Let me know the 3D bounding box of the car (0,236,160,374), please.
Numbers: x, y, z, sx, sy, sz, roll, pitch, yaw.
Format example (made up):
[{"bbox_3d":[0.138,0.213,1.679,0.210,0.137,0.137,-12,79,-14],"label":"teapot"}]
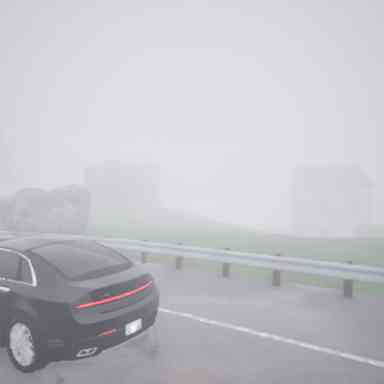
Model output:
[{"bbox_3d":[-2.799,1.521,5.648,4.892,1.490,1.837,0,0,33],"label":"car"}]
